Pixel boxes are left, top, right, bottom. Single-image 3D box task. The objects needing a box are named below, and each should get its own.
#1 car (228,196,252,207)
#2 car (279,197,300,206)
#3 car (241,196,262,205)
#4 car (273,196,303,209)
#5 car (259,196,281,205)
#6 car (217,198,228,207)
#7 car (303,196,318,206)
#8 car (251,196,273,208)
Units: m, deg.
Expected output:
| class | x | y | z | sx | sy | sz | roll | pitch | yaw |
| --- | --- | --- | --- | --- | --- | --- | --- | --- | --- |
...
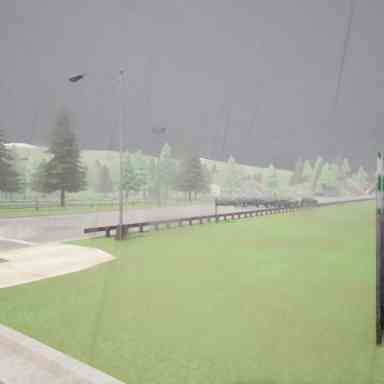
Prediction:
| class | x | y | z | sx | sy | sz | roll | pitch | yaw |
| --- | --- | --- | --- | --- | --- | --- | --- | --- | --- |
| car | 8.035 | 1.489 | 50.530 | 2.128 | 1.511 | 4.902 | 0 | 0 | 35 |
| car | 16.754 | 1.599 | 56.976 | 1.895 | 1.301 | 4.718 | 0 | 0 | 35 |
| car | 11.002 | 1.475 | 60.965 | 1.882 | 1.535 | 5.008 | 0 | 0 | 35 |
| car | 13.265 | 1.503 | 45.806 | 1.837 | 1.490 | 4.892 | 0 | 0 | 35 |
| car | 13.869 | 1.489 | 58.958 | 2.128 | 1.511 | 4.902 | 0 | 0 | 35 |
| car | 5.338 | 1.561 | 52.767 | 1.994 | 1.385 | 4.181 | 0 | 0 | 35 |
| car | 19.129 | 1.503 | 54.266 | 1.837 | 1.490 | 4.892 | 0 | 0 | 35 |
| car | 10.903 | 1.503 | 48.524 | 1.837 | 1.490 | 4.892 | 0 | 0 | 35 |
